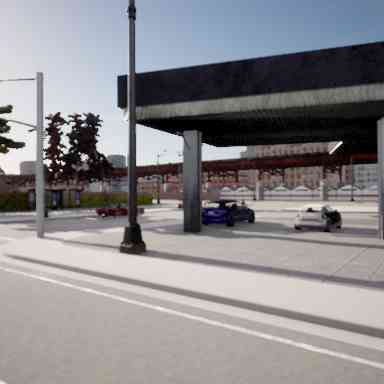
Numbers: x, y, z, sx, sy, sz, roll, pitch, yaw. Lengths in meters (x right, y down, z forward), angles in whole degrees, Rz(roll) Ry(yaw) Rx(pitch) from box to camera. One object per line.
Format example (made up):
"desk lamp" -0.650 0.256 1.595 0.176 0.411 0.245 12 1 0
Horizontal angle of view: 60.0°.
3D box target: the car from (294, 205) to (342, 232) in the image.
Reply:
"car" 7.597 1.494 19.865 1.970 1.475 3.806 -1 0 37

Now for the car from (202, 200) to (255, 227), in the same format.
"car" 2.518 1.376 22.657 2.242 1.667 4.611 -1 0 37

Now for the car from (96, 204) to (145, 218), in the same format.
"car" -6.774 1.778 32.108 1.895 1.301 4.718 -1 0 36
